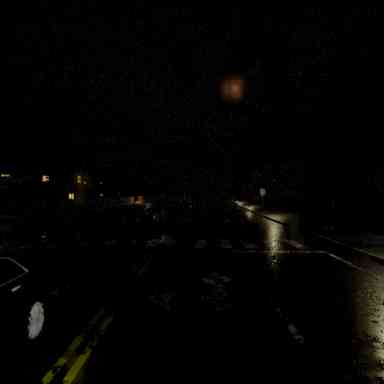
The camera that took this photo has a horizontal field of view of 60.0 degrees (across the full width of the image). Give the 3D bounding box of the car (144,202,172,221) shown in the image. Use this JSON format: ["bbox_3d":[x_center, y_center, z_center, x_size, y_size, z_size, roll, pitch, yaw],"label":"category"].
[{"bbox_3d":[-2.745,1.581,28.127,2.033,1.411,5.357,0,0,2],"label":"car"}]

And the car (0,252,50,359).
[{"bbox_3d":[-3.226,1.518,3.552,1.837,1.490,4.892,0,0,0],"label":"car"}]

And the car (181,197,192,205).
[{"bbox_3d":[-0.989,1.596,61.984,1.882,1.535,5.008,0,0,4],"label":"car"}]
